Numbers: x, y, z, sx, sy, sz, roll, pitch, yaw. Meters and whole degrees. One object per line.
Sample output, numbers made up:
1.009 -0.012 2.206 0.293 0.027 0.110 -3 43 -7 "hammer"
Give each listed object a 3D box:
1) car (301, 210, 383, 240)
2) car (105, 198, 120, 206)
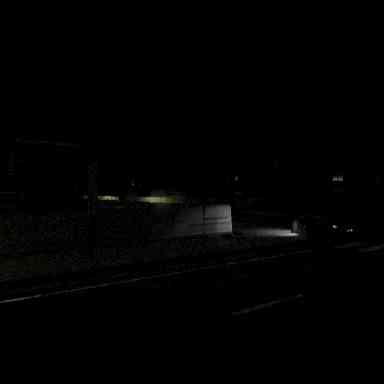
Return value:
8.062 1.552 15.872 5.357 1.411 2.033 0 0 21 "car"
-13.877 1.690 55.943 1.895 1.301 4.718 0 0 -35 "car"
